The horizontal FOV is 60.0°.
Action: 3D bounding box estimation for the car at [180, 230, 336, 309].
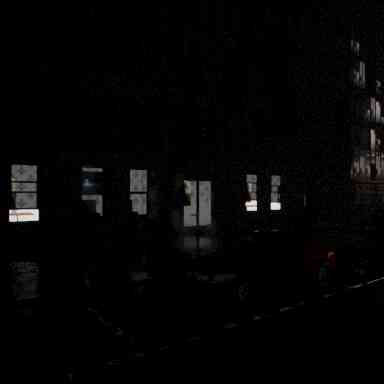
[{"bbox_3d":[1.710,1.582,7.791,4.206,1.307,1.802,0,0,-36],"label":"car"}]
